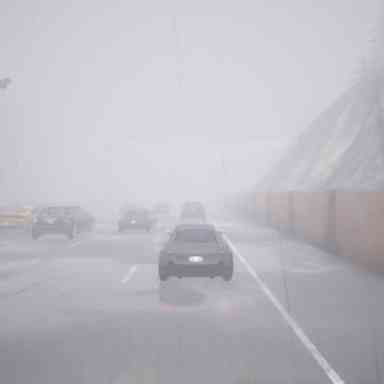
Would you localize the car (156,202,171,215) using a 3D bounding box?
[{"bbox_3d":[-3.410,1.816,37.941,2.033,1.411,5.357,0,0,0],"label":"car"}]

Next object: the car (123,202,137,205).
[{"bbox_3d":[-6.911,1.831,37.737,1.994,1.385,4.181,0,0,0],"label":"car"}]

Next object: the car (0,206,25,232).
[{"bbox_3d":[-10.406,1.627,21.150,1.882,1.535,5.008,0,0,0],"label":"car"}]

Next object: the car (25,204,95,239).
[{"bbox_3d":[-6.905,1.482,18.358,2.097,1.767,4.553,0,0,0],"label":"car"}]

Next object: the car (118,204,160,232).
[{"bbox_3d":[-3.407,1.716,21.356,1.994,1.385,4.181,0,0,0],"label":"car"}]

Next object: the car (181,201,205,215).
[{"bbox_3d":[0.094,1.564,29.848,2.097,1.767,4.553,0,0,0],"label":"car"}]

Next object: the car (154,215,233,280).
[{"bbox_3d":[0.097,1.637,10.203,1.994,1.385,4.181,0,0,0],"label":"car"}]
